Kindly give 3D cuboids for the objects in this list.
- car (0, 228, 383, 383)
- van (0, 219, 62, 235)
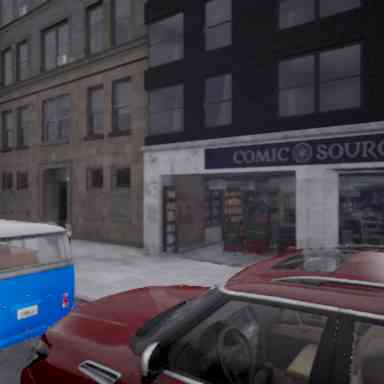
[{"bbox_3d":[0.982,1.314,2.111,5.009,1.841,2.192,0,0,36],"label":"car"},{"bbox_3d":[-3.641,1.320,5.409,3.998,1.788,1.690,0,0,36],"label":"van"}]
